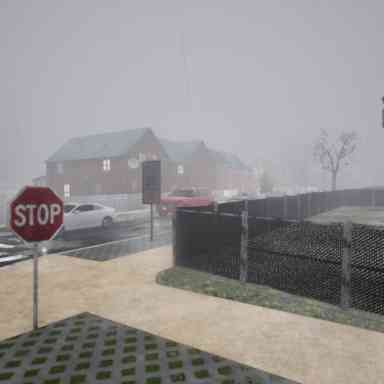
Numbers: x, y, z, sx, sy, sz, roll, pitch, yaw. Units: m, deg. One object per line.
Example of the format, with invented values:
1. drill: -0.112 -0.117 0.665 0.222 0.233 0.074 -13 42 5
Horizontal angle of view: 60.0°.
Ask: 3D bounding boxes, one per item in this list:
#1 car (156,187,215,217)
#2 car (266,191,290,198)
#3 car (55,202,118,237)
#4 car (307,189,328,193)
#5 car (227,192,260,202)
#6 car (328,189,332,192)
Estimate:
1. car: -0.324 0.700 24.703 2.150 2.045 5.566 0 1 34
2. car: 10.760 0.580 41.346 1.994 1.385 4.181 0 1 34
3. car: -5.799 1.240 16.548 1.812 1.442 4.674 0 1 36
4. car: 16.428 0.410 44.632 1.812 1.442 4.674 0 1 33
5. car: 5.194 0.736 33.002 2.128 1.511 4.902 0 1 34
6. car: 21.954 0.233 52.976 1.994 1.385 4.181 0 1 34
